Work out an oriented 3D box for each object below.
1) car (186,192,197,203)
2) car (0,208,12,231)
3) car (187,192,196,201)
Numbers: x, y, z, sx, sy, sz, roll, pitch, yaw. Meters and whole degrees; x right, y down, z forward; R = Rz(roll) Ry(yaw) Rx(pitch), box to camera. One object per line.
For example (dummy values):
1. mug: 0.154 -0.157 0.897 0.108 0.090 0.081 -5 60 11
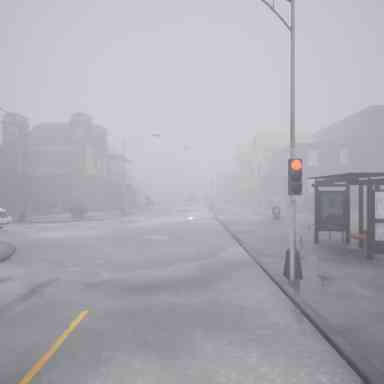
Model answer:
1. car: -0.087 1.352 67.190 2.097 1.767 4.553 0 0 0
2. car: -12.838 1.221 17.968 5.566 2.045 2.150 0 0 -1
3. car: -0.100 1.057 77.254 2.150 2.045 5.566 0 0 0
